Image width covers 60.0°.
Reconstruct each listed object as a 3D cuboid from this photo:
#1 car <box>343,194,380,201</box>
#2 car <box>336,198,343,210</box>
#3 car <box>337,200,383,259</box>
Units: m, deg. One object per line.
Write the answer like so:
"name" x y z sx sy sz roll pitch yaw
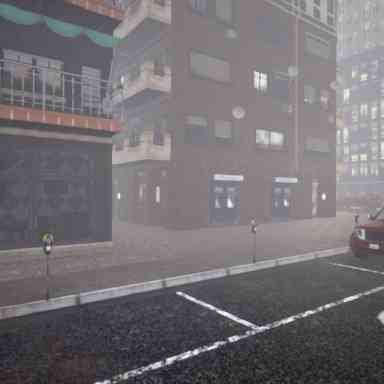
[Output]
"car" 19.367 1.110 38.952 2.192 1.841 5.009 1 0 -36
"car" 12.752 1.331 34.201 1.802 1.307 4.206 1 0 -36
"car" 7.506 1.317 11.424 5.009 1.841 2.192 0 0 -35
